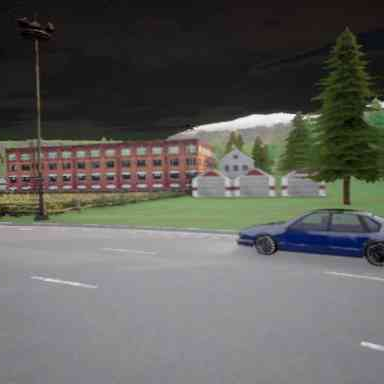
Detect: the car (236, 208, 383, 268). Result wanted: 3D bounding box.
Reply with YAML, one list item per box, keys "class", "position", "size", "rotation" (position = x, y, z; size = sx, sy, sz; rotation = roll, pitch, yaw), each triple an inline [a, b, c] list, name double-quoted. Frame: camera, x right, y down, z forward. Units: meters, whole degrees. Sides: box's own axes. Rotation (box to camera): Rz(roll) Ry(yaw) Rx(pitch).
- class: "car"
  position: [4.054, 1.204, 9.853]
  size: [5.357, 1.411, 2.033]
  rotation: [0, 2, 31]
